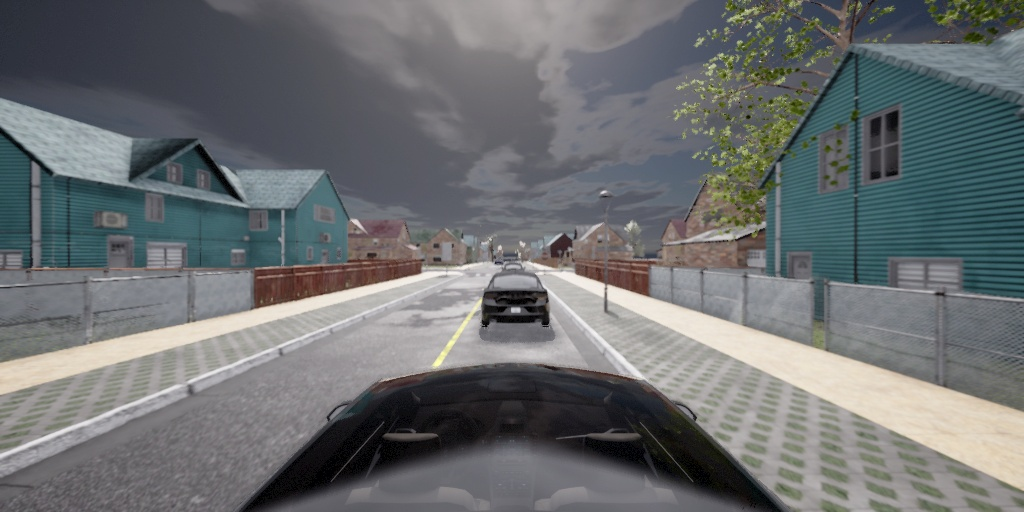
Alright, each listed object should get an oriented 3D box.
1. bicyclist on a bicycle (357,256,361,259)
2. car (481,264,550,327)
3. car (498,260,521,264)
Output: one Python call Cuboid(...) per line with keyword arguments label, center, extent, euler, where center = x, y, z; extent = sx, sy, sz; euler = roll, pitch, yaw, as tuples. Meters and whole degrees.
Cuboid(label="bicyclist on a bicycle", center=(-20.157, 0.862, 47.202), extent=(0.582, 1.620, 1.656), euler=(0, 1, 0))
Cuboid(label="car", center=(0.099, 1.204, 11.491), extent=(1.882, 1.535, 5.008), euler=(0, 0, 0))
Cuboid(label="car", center=(0.098, 1.221, 27.175), extent=(1.812, 1.442, 4.674), euler=(0, 0, 0))
